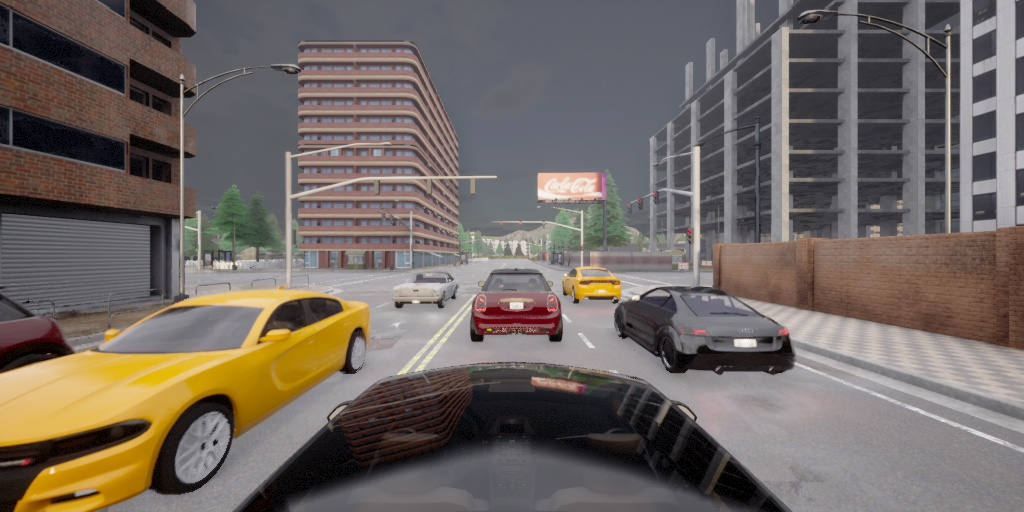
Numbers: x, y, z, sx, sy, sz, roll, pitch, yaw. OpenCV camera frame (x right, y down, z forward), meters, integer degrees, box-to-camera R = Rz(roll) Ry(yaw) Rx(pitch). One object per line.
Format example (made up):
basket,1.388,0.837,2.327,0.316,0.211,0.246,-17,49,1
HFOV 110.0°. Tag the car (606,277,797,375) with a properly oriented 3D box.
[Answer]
car,3.598,1.314,7.539,1.994,1.385,4.181,0,0,0

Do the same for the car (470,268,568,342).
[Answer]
car,0.100,1.102,9.943,2.097,1.767,4.553,0,0,0

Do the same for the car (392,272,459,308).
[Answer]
car,-3.501,1.351,15.241,1.895,1.301,4.718,0,0,0

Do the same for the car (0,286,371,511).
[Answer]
car,-3.583,1.228,4.730,1.882,1.535,5.008,0,0,0

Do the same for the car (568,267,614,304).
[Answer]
car,3.499,1.228,16.471,1.882,1.535,5.008,0,0,0

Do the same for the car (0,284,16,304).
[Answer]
car,-7.084,1.101,2.934,2.097,1.767,4.553,0,0,0
